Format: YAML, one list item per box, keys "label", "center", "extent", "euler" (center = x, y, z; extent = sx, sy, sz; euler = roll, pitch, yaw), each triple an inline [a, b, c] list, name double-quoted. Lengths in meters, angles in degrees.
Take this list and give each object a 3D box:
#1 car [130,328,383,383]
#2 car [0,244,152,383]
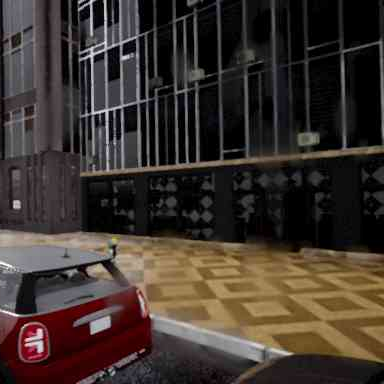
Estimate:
- label: "car"
  center: [2.031, 1.541, 1.443]
  extent: [4.403, 1.369, 2.008]
  euler: [-1, -1, 36]
- label: "car"
  center: [-2.569, 1.478, 4.730]
  extent: [4.097, 1.590, 1.967]
  euler: [-1, -1, 36]
